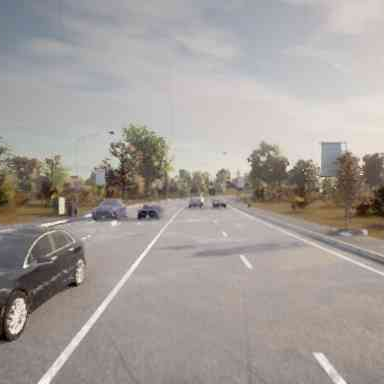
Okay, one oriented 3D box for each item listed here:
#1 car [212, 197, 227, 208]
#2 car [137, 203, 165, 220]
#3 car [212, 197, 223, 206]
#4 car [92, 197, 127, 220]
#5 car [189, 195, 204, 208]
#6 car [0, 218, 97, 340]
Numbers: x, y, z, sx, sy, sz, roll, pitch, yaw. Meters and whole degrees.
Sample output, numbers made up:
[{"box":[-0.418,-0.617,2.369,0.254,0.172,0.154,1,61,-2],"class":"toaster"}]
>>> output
[{"box":[3.968,1.648,48.185,1.895,1.301,4.718,0,0,2],"class":"car"},{"box":[-3.447,1.628,28.305,1.895,1.301,4.718,0,0,1],"class":"car"},{"box":[4.422,1.582,58.390,1.812,1.442,4.674,0,0,3],"class":"car"},{"box":[-6.947,1.378,28.346,2.097,1.767,4.553,0,0,1],"class":"car"},{"box":[0.468,1.594,48.247,2.033,1.411,5.357,0,0,2],"class":"car"},{"box":[-3.585,1.513,6.601,1.837,1.490,4.892,0,0,0],"class":"car"}]
